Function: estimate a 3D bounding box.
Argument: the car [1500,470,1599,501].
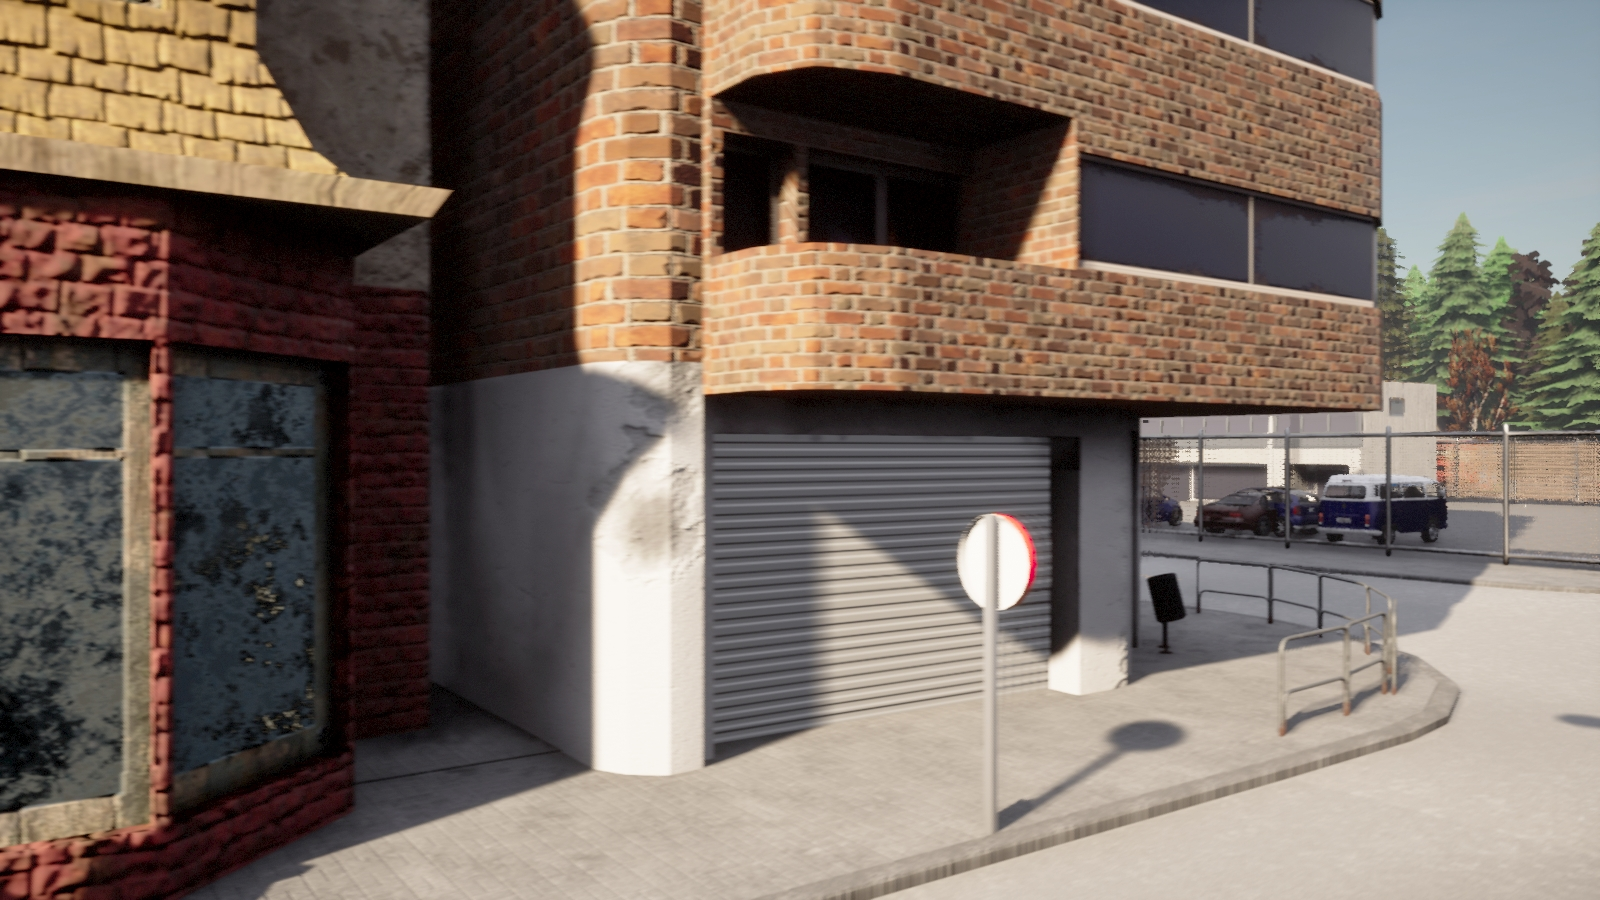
[{"bbox_3d":[40.477,1.843,61.008,2.163,1.488,4.792,0,0,-35],"label":"car"}]
